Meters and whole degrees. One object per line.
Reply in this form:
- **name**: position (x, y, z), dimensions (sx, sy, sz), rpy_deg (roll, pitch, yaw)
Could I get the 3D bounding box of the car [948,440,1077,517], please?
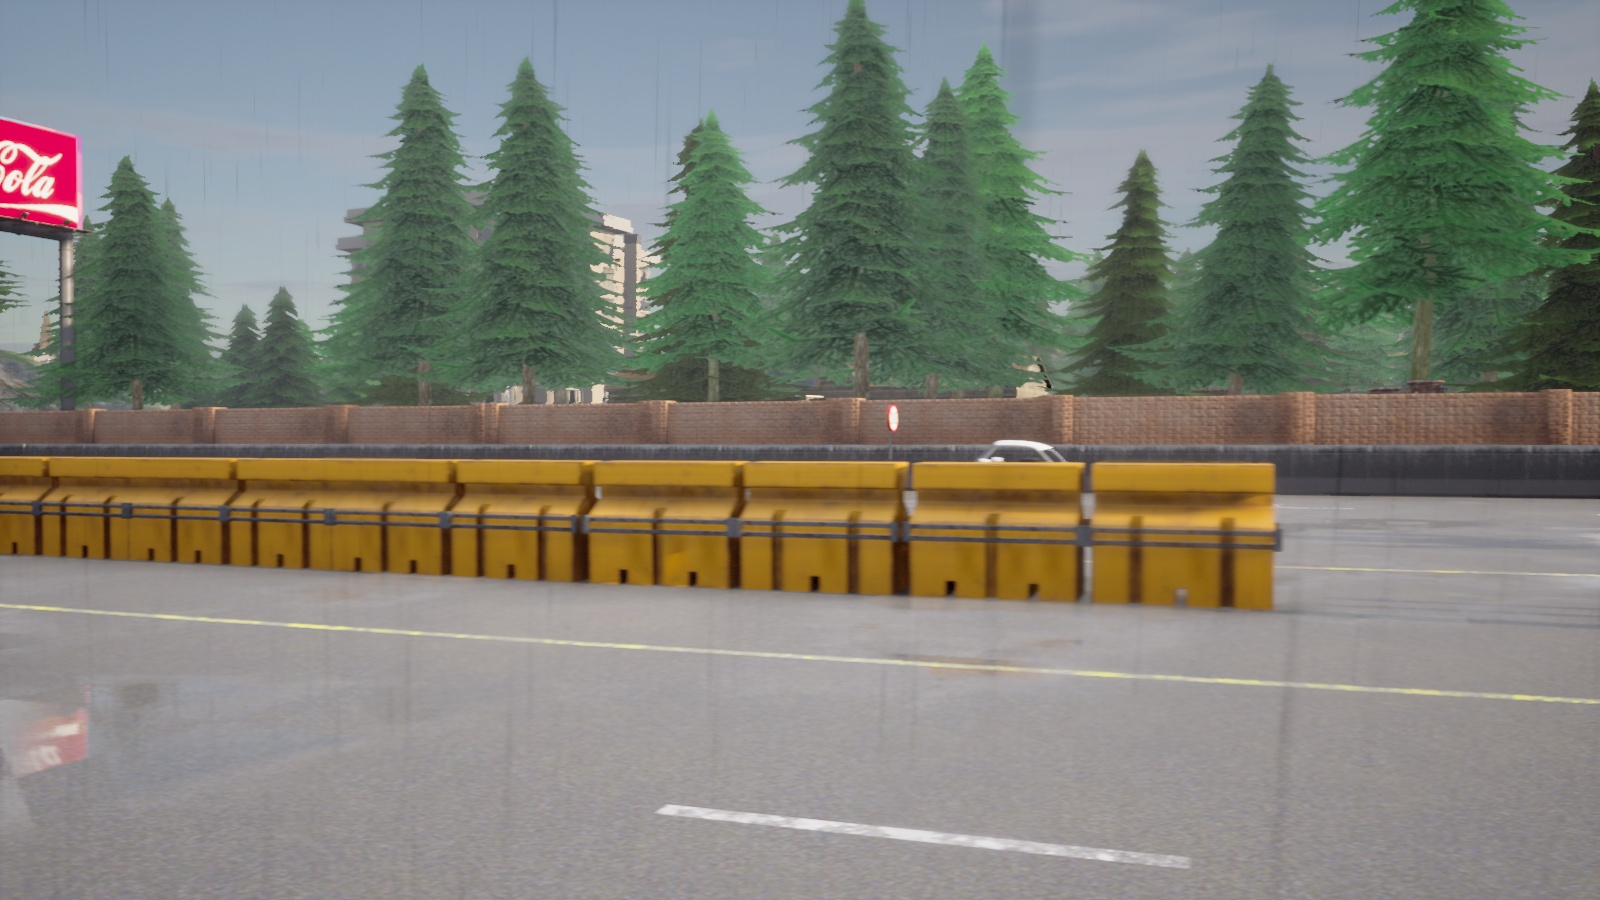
- **car**: position (4.079, 0.520, 24.011), dimensions (2.207, 1.376, 1.481), rpy_deg (1, 1, 20)
